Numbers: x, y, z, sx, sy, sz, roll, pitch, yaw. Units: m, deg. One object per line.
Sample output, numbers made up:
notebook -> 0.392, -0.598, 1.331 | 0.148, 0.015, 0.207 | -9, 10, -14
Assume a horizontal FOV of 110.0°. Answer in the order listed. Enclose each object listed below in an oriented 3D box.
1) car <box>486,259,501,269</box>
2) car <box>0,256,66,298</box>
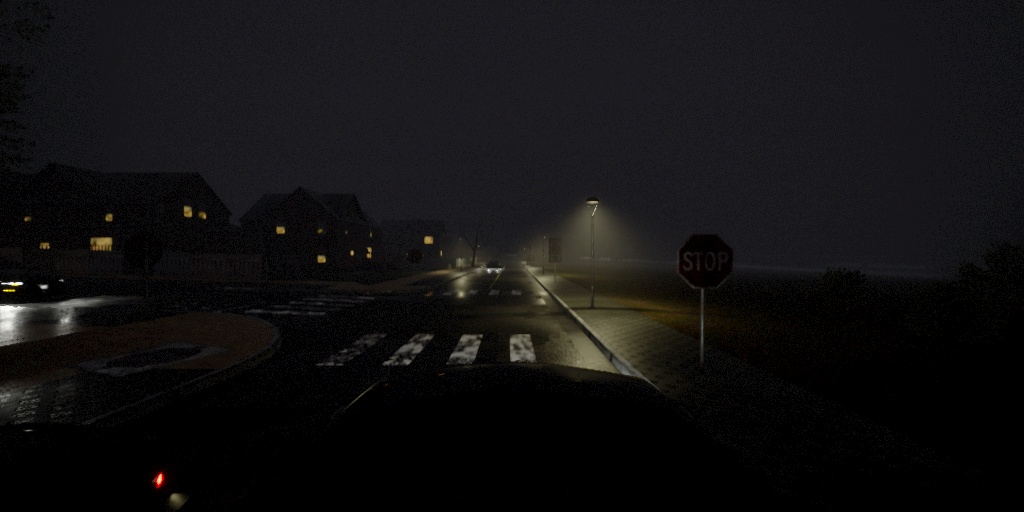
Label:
car -> -2.640, 1.191, 52.684 | 1.994, 1.385, 4.181 | 0, 0, 0
car -> -18.290, 0.720, 12.195 | 4.892, 1.490, 1.837 | 2, 0, 1
